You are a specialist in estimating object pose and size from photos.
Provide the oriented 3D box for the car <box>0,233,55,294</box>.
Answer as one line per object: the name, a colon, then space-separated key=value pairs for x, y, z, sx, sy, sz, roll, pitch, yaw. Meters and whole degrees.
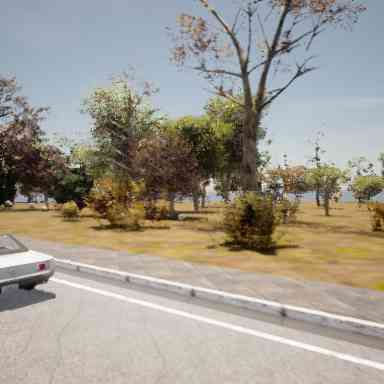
car: x=-5.363 y=1.602 z=7.820 sx=4.718 sy=1.301 sz=1.895 roll=0 pitch=0 yaw=36
